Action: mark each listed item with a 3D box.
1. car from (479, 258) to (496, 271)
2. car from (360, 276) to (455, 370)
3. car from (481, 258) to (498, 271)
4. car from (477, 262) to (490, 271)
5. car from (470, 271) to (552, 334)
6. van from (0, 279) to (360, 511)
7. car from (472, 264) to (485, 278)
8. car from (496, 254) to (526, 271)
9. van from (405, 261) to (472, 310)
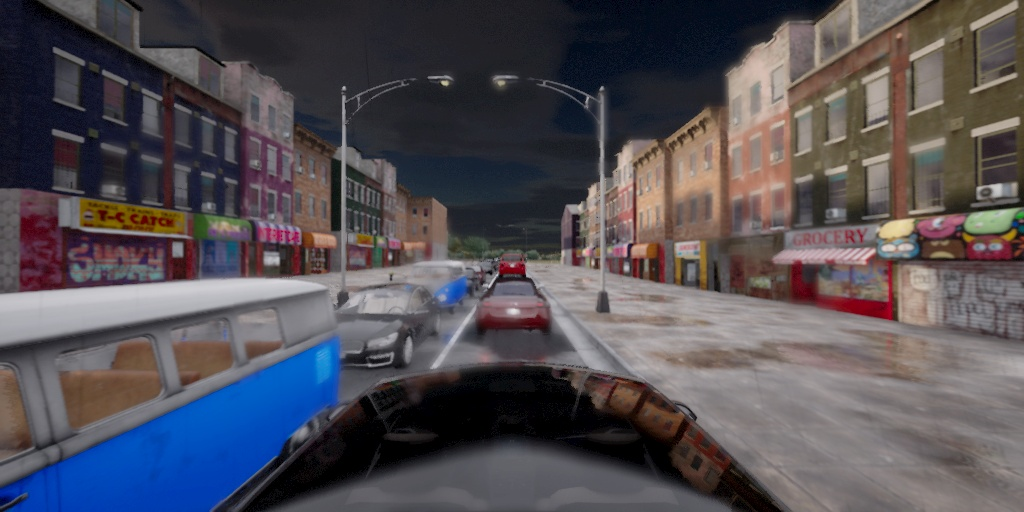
[{"bbox_3d":[-2.718,1.159,35.421,1.948,1.339,4.313,0,0,0],"label":"car"},{"bbox_3d":[-2.650,1.299,7.710,2.007,1.370,4.403,0,0,0],"label":"car"},{"bbox_3d":[-2.857,1.051,45.764,1.837,1.490,4.892,0,0,0],"label":"car"},{"bbox_3d":[-2.691,1.247,24.345,1.802,1.307,4.207,0,0,0],"label":"car"},{"bbox_3d":[0.054,1.306,10.629,1.994,1.385,4.181,0,0,0],"label":"car"},{"bbox_3d":[-2.636,1.092,2.162,1.690,1.789,3.998,0,0,0],"label":"van"},{"bbox_3d":[-2.677,1.270,18.803,1.948,1.339,4.313,0,0,0],"label":"car"},{"bbox_3d":[0.024,0.842,30.746,2.150,2.045,5.566,0,0,0],"label":"car"},{"bbox_3d":[-2.664,1.073,13.256,1.690,1.789,3.998,0,0,0],"label":"van"}]
